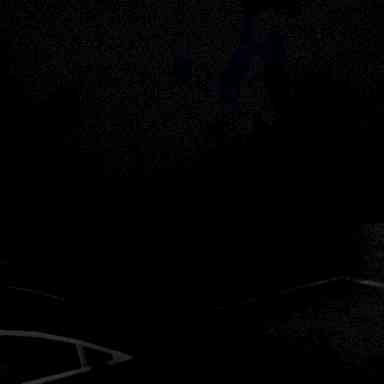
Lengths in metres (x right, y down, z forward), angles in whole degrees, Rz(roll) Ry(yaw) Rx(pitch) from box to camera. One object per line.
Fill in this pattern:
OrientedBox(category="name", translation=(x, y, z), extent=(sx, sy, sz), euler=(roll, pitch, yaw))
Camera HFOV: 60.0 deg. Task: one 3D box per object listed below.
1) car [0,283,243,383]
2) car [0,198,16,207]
OrientedBox(category="car", translation=(-1.735, 1.491, 2.491), extent=(4.902, 1.511, 2.128), euler=(0, 0, -36))
OrientedBox(category="car", translation=(-32.354, 1.809, 57.212), extent=(5.008, 1.535, 1.882), euler=(-1, 0, 30))
